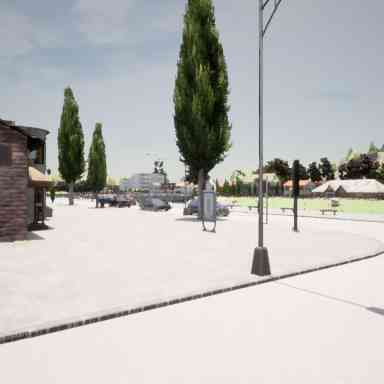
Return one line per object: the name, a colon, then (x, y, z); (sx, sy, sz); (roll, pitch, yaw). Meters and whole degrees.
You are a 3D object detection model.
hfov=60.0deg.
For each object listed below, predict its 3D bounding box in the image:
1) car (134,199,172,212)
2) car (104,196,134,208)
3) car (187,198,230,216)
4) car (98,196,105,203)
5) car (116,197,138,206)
car: (-4.498, 1.548, 39.619); (2.033, 1.411, 5.357); (0, 0, -36)
car: (-10.453, 1.478, 47.966); (1.882, 1.535, 5.008); (0, 0, -35)
car: (1.482, 1.352, 31.287); (2.097, 1.767, 4.553); (0, 0, -36)
car: (-16.894, 1.478, 64.074); (1.882, 1.535, 5.008); (0, 0, -36)
car: (-10.939, 1.526, 55.782); (1.812, 1.442, 4.674); (0, 0, -36)
